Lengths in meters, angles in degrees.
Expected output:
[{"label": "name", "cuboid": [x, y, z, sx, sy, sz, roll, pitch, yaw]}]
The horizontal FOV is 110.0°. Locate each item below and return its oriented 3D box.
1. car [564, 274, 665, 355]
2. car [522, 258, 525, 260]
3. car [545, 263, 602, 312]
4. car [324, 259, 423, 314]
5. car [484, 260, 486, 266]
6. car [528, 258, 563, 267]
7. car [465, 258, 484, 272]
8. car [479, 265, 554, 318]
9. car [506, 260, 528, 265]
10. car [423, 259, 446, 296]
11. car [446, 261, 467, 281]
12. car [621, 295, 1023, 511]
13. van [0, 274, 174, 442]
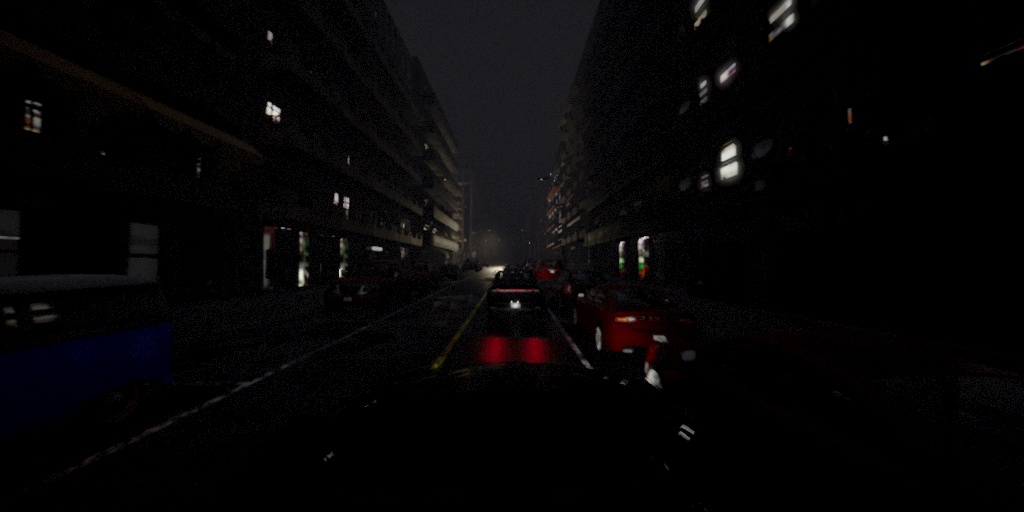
[{"label": "car", "cuboid": [2.570, 1.302, 8.493, 1.888, 1.381, 4.507, 0, 0, 0]}, {"label": "car", "cuboid": [2.551, 1.197, 58.273, 2.192, 1.841, 5.009, 0, 0, 0]}, {"label": "car", "cuboid": [2.579, 1.205, 14.024, 1.967, 1.591, 4.097, 0, 0, 0]}, {"label": "car", "cuboid": [-5.311, 1.079, 14.087, 2.192, 1.841, 5.009, 0, 0, 0]}, {"label": "car", "cuboid": [-5.299, 1.405, 52.799, 1.888, 1.381, 4.507, 0, 0, 0]}, {"label": "car", "cuboid": [2.541, 1.097, 25.086, 2.192, 1.841, 5.009, 0, 0, 0]}, {"label": "car", "cuboid": [-5.301, 1.155, 47.268, 2.192, 1.841, 5.009, 0, 0, 0]}, {"label": "car", "cuboid": [0.104, 1.255, 13.056, 2.128, 1.511, 4.902, 0, 0, 0]}, {"label": "car", "cuboid": [0.115, 1.344, 31.480, 2.033, 1.411, 5.357, 0, 0, 0]}, {"label": "car", "cuboid": [-5.309, 1.088, 19.617, 2.192, 1.841, 5.009, 0, 0, 0]}, {"label": "car", "cuboid": [-5.306, 1.360, 30.679, 1.948, 1.339, 4.313, 0, 0, 0]}, {"label": "car", "cuboid": [2.568, 1.296, 2.963, 1.888, 1.381, 4.507, 0, 0, 0]}, {"label": "van", "cuboid": [-5.315, 1.092, 3.027, 1.690, 1.789, 3.998, 0, 0, 0]}]
